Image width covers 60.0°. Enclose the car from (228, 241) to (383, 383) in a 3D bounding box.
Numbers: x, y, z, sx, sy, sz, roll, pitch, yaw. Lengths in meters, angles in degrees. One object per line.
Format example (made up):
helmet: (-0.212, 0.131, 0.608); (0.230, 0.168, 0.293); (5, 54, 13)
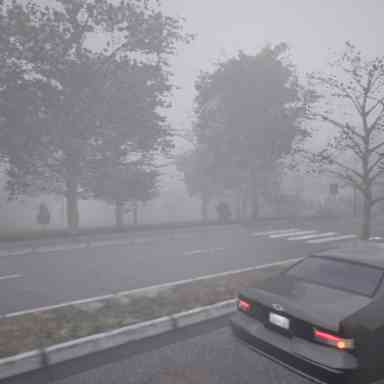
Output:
car: (3.051, 1.527, 5.313); (5.357, 1.411, 2.033); (0, 0, -36)
